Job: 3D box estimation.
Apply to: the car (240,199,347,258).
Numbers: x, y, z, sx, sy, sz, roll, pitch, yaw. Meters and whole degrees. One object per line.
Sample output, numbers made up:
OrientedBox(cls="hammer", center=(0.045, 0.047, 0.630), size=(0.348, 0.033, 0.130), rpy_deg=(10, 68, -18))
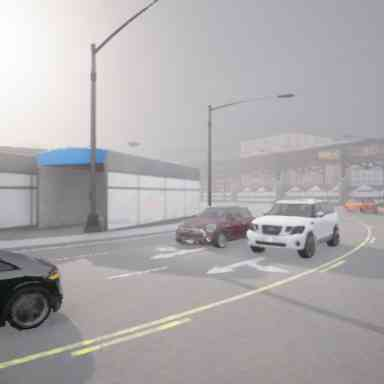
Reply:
OrientedBox(cls="car", center=(4.391, 1.306, 13.645), size=(2.150, 2.045, 5.566), rpy_deg=(0, 0, 38))

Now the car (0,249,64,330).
OrientedBox(cls="car", center=(-4.358, 1.609, 5.439), size=(4.181, 1.385, 1.994), rpy_deg=(0, -1, -36))

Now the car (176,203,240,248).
OrientedBox(cls="car", center=(1.293, 1.452, 15.425), size=(2.097, 1.767, 4.553), rpy_deg=(0, 0, 38))

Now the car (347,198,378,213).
OrientedBox(cls="car", center=(20.234, 1.585, 40.074), size=(2.097, 1.767, 4.553), rpy_deg=(0, 0, -2))
